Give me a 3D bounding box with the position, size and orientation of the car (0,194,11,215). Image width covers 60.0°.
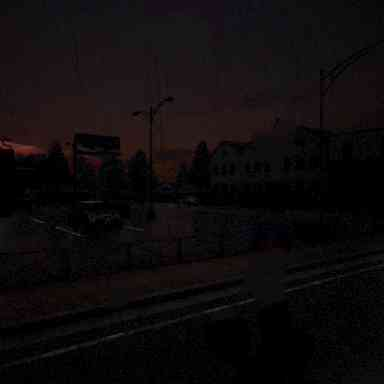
[{"bbox_3d":[-17.864,1.113,29.885,1.932,1.855,4.605,0,0,-36],"label":"car"}]

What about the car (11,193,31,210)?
[{"bbox_3d":[-19.776,1.092,38.195,1.905,1.878,3.866,0,0,-36],"label":"car"}]

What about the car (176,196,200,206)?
[{"bbox_3d":[-0.586,1.349,50.252,1.812,1.442,4.674,0,0,-35],"label":"car"}]

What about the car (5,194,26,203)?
[{"bbox_3d":[-38.912,1.328,73.278,3.866,1.878,1.905,0,0,-36],"label":"car"}]

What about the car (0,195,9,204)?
[{"bbox_3d":[-39.139,1.495,66.149,4.611,1.667,2.242,0,0,-36],"label":"car"}]

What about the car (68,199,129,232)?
[{"bbox_3d":[-5.261,1.248,17.929,1.970,1.475,3.806,0,0,-36],"label":"car"}]

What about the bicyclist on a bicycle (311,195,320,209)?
[{"bbox_3d":[13.719,1.124,36.870,1.656,1.620,0.582,0,0,-35],"label":"bicyclist on a bicycle"}]
